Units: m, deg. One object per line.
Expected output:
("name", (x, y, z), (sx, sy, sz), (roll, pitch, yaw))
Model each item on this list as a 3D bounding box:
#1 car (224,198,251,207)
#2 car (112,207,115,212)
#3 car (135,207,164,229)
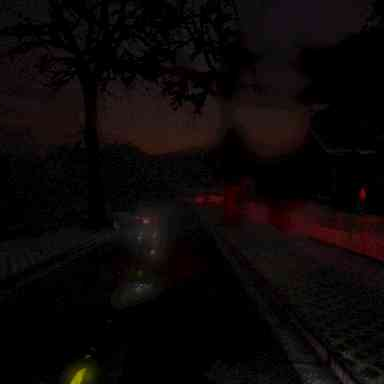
("car", (8.399, 2.080, 60.838), (5.566, 2.045, 2.150), (0, 2, -30))
("car", (-13.768, 2.528, 50.315), (4.181, 1.385, 1.994), (0, 2, -19))
("car", (-3.156, 1.899, 25.421), (2.128, 1.511, 4.902), (0, -1, -1))
